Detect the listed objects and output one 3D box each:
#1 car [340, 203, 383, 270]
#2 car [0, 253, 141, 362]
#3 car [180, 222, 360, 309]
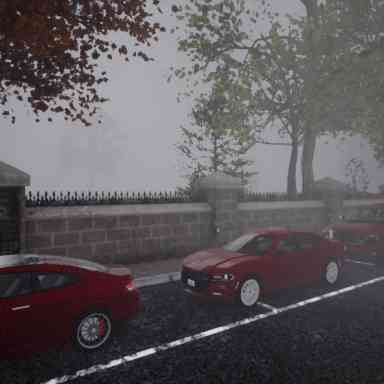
[{"bbox_3d":[6.387,1.314,11.157,5.009,1.841,2.192,0,0,-36],"label":"car"},{"bbox_3d":[-2.762,1.582,4.589,4.206,1.307,1.802,0,0,-36],"label":"car"},{"bbox_3d":[1.811,1.544,7.872,4.507,1.381,1.887,0,0,-36],"label":"car"}]
